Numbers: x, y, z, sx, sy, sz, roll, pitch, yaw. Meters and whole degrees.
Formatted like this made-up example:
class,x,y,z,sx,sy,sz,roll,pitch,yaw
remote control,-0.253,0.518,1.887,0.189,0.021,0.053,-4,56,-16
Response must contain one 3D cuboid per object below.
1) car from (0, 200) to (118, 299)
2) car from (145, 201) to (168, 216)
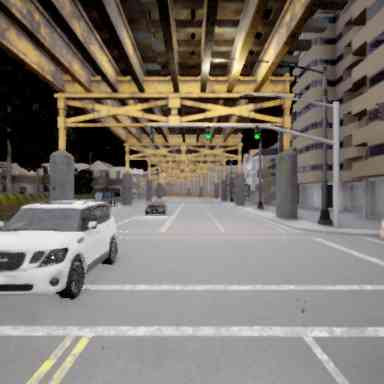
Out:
class,x,y,z,sx,sy,sz,roll,pitch,yaw
car,-3.497,1.258,8.833,2.150,2.045,5.566,0,0,0
car,-3.490,1.619,33.039,1.994,1.385,4.181,0,0,0
